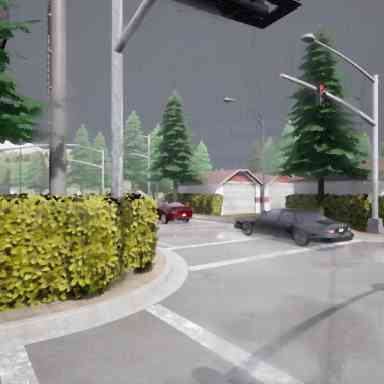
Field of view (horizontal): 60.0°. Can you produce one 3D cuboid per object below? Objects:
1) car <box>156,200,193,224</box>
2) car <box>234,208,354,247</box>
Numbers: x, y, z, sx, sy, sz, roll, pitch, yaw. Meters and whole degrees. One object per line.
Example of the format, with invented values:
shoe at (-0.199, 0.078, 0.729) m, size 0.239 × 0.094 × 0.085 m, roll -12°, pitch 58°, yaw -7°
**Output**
car at (-1.934, 1.305, 23.388) m, size 1.882 × 1.535 × 5.008 m, roll -1°, pitch 1°, yaw -35°
car at (4.264, 1.421, 14.795) m, size 2.033 × 1.411 × 5.357 m, roll 0°, pitch 2°, yaw -35°
